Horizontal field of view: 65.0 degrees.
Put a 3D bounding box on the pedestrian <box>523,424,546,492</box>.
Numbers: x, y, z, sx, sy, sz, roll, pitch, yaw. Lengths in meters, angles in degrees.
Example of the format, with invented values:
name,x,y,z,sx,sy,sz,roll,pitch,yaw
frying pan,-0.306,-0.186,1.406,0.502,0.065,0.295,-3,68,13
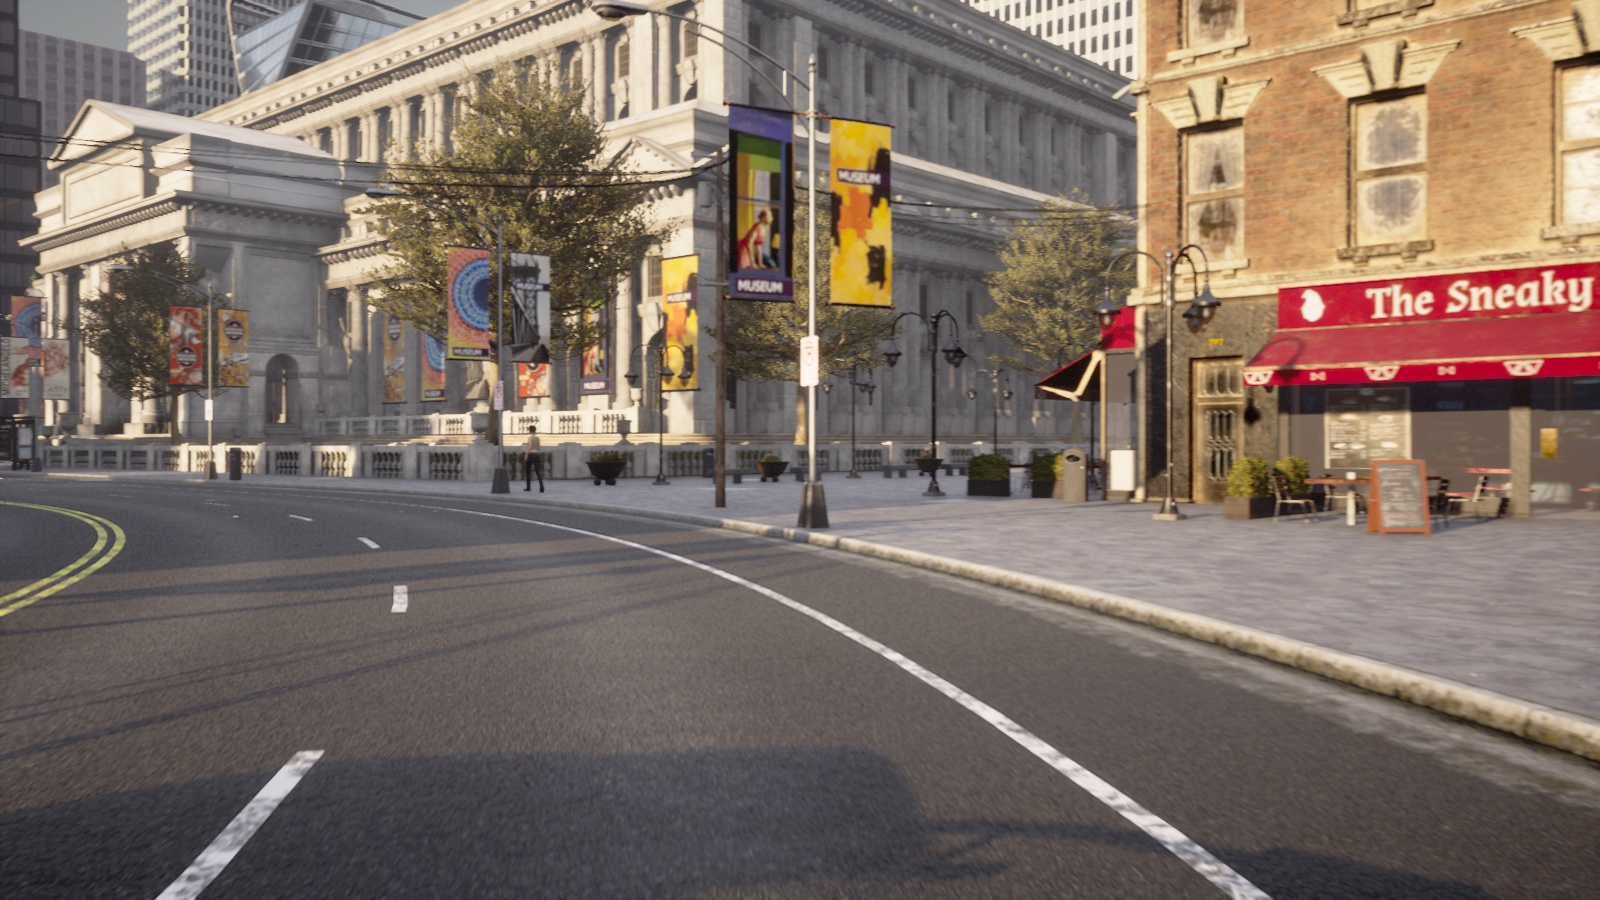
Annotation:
name,x,y,z,sx,sy,sz,roll,pitch,yaw
pedestrian,-7.182,0.213,33.987,0.345,1.836,0.594,0,0,-44
